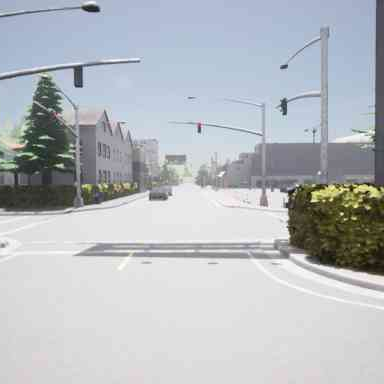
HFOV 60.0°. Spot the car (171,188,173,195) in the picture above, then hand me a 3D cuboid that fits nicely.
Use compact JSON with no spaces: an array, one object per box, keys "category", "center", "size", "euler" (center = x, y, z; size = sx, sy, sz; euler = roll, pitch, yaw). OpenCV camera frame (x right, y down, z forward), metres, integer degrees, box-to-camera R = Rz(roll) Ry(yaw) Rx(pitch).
[{"category":"car","center":[-3.864,-0.206,48.470],"size":[2.128,1.511,4.902],"euler":[-1,2,0]}]

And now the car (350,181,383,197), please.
[{"category":"car","center":[22.148,-0.468,42.171],"size":[1.932,1.855,4.605],"euler":[-1,2,-1]}]

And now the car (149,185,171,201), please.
[{"category":"car","center":[-3.819,0.130,38.339],"size":[1.882,1.535,5.008],"euler":[-1,2,0]}]

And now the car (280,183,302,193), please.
[{"category":"car","center":[15.130,-0.537,52.129],"size":[2.007,1.523,4.514],"euler":[-1,2,-1]}]

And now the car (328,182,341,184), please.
[{"category":"car","center":[25.148,-1.045,59.569],"size":[2.152,1.636,5.027],"euler":[-1,2,-1]}]

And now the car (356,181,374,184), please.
[{"category":"car","center":[18.924,-0.181,34.282],"size":[1.905,1.878,3.866],"euler":[-1,2,-1]}]
